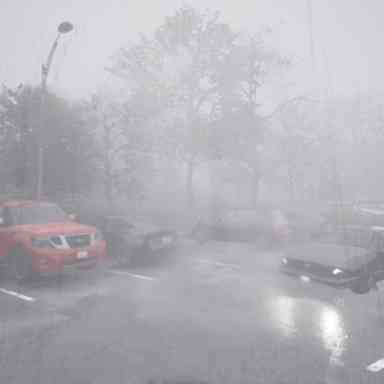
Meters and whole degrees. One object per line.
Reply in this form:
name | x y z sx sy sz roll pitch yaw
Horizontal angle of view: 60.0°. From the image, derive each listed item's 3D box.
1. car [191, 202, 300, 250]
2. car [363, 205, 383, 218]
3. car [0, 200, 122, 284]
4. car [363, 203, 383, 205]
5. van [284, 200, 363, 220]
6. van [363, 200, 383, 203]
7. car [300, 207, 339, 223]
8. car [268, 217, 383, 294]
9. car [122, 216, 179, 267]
car | 2.151 1.478 15.076 4.553 1.767 2.185 -1 -1 34
car | 9.319 1.708 20.215 4.892 1.521 2.231 -1 -1 34
car | -5.037 1.253 9.950 5.566 2.045 2.435 -1 -2 35
car | 11.865 1.740 21.829 5.366 1.575 1.946 -1 -2 34
van | 6.820 1.448 18.574 4.442 1.987 1.878 -1 -1 35
van | 14.010 1.559 23.710 4.442 1.987 1.878 -1 -1 34
car | 4.497 1.667 16.816 4.792 1.488 2.163 -1 -1 34
car | 4.789 1.650 9.254 5.357 1.411 2.033 1 0 -36
car | -2.693 1.567 11.682 4.792 1.488 2.163 -1 -1 34
